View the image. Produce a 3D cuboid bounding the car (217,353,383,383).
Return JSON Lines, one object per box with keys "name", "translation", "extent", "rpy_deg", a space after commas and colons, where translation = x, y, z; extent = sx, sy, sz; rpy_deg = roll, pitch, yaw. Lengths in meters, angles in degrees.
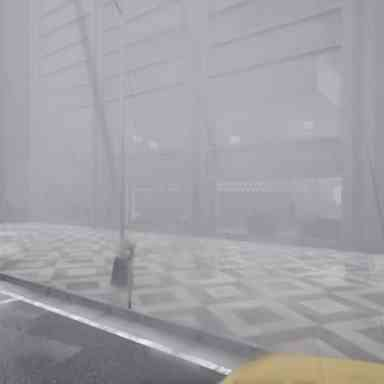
{"name": "car", "translation": [2.097, 1.524, 1.462], "extent": [4.829, 1.417, 1.752], "rpy_deg": [0, 0, 36]}
